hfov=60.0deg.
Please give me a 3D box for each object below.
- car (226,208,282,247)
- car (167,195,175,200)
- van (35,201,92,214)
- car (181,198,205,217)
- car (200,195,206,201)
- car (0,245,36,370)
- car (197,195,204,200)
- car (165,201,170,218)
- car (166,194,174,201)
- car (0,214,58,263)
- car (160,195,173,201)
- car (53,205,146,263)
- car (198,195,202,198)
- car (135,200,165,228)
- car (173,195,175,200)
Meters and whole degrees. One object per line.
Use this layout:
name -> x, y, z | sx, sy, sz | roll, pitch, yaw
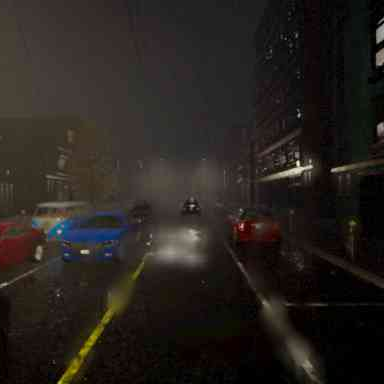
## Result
car -> 2.670, 1.435, 15.092 | 1.967, 1.590, 4.097 | 1, 0, 0
car -> -5.898, 1.543, 94.625 | 1.947, 1.339, 4.313 | 1, 0, 0
van -> -5.707, 1.335, 15.012 | 1.690, 1.788, 3.998 | 1, 0, 0
car -> -0.073, 1.537, 31.414 | 2.033, 1.411, 5.357 | 0, 0, 0
car -> 2.521, 1.504, 77.816 | 1.752, 1.417, 4.829 | 1, 0, 0
car -> -3.096, 1.504, 2.114 | 1.837, 1.490, 4.892 | 0, 0, 0
car -> 2.481, 1.560, 94.705 | 1.802, 1.307, 4.206 | 1, 0, 0
car -> -3.065, 1.658, 27.677 | 1.895, 1.301, 4.718 | 0, 0, 0
car -> -5.883, 1.417, 88.938 | 1.967, 1.590, 4.097 | 1, 0, 0
car -> -5.699, 1.541, 9.324 | 1.887, 1.381, 4.507 | 1, 0, 0
car -> -5.843, 1.419, 71.878 | 1.967, 1.590, 4.097 | 1, 0, 0
car -> -3.116, 1.473, 12.207 | 1.882, 1.535, 5.008 | 0, 0, 0
car -> -0.084, 1.533, 43.955 | 2.033, 1.411, 5.357 | 0, 0, 0
car -> -3.140, 1.497, 22.264 | 1.837, 1.490, 4.892 | 0, 0, 0
car -> -5.872, 1.543, 83.252 | 1.947, 1.339, 4.313 | 1, 0, 0
